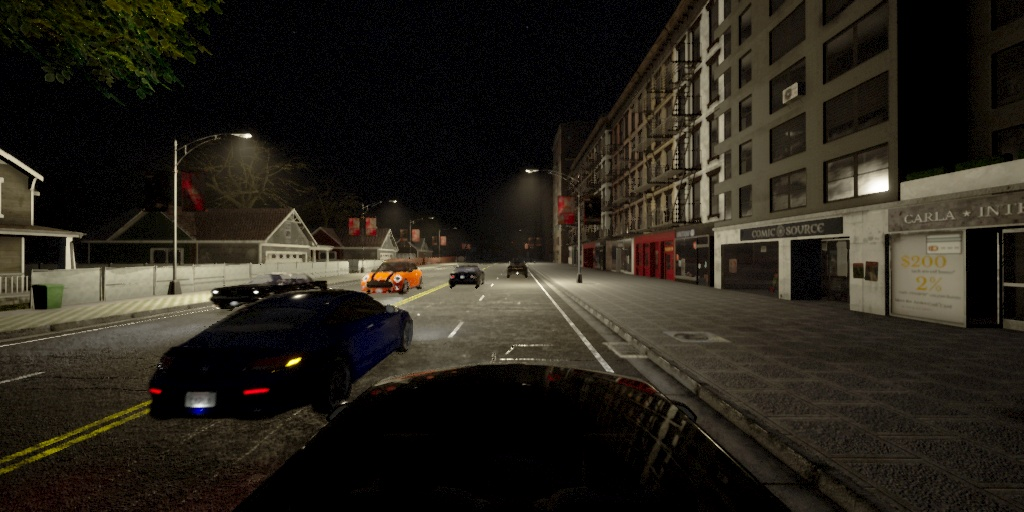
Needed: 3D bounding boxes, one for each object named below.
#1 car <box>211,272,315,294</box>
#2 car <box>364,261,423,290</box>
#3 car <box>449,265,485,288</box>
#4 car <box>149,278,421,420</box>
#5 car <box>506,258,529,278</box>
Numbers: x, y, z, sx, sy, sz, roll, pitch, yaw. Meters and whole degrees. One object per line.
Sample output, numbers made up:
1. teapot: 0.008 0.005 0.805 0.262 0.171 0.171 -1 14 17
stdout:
1. car: -9.671 1.348 14.727 1.895 1.301 4.718 0 0 1
2. car: -6.350 1.095 19.446 2.097 1.767 4.553 0 0 1
3. car: -2.874 1.287 23.514 2.033 1.411 5.357 0 0 1
4. car: -3.081 1.276 5.884 1.812 1.442 4.674 0 0 1
5. car: 0.499 1.233 34.099 1.837 1.490 4.892 0 1 1
